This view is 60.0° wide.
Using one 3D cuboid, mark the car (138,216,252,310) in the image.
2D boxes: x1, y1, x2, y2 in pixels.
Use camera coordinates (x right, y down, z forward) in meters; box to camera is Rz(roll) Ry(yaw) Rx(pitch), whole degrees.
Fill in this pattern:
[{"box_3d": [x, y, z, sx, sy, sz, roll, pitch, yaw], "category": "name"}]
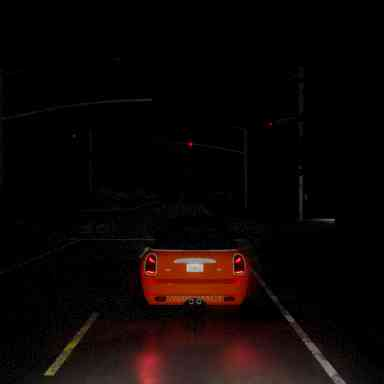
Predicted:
[{"box_3d": [0.058, 1.352, 7.974, 2.097, 1.767, 4.553, 0, 0, 0], "category": "car"}]
